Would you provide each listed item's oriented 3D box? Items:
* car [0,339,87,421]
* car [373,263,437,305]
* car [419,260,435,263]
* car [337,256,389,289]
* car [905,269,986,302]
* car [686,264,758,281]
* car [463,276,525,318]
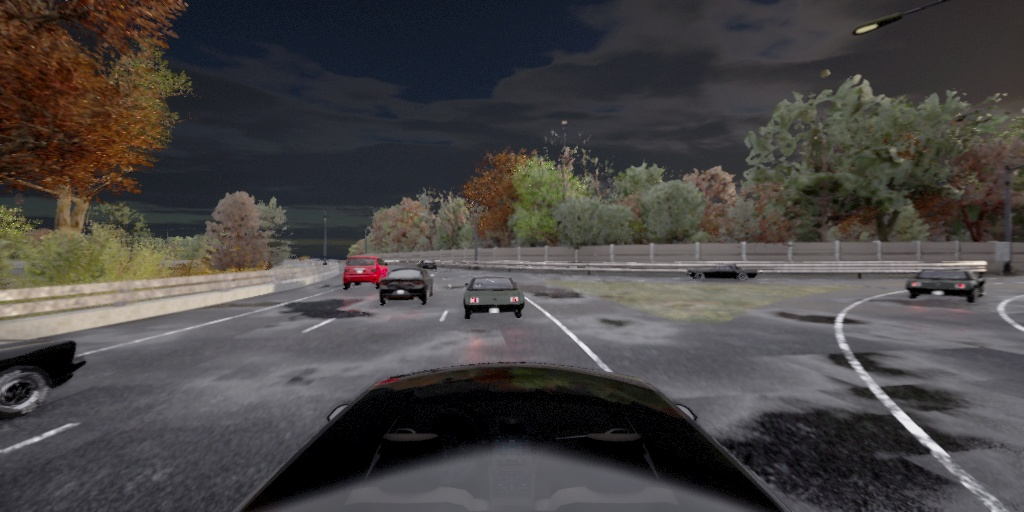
[{"bbox_3d":[-7.015,1.387,2.938,1.895,1.301,4.718,0,0,-1],"label":"car"},{"bbox_3d":[-4.676,1.252,16.427,1.882,1.535,5.008,0,0,-8],"label":"car"},{"bbox_3d":[-12.457,1.293,52.456,1.882,1.535,5.008,0,0,-26],"label":"car"},{"bbox_3d":[-9.524,1.021,23.696,2.150,2.045,5.566,0,0,-12],"label":"car"},{"bbox_3d":[19.679,1.249,16.204,4.718,1.301,1.895,0,0,-33],"label":"car"},{"bbox_3d":[16.270,1.267,28.130,4.718,1.301,1.895,0,0,18],"label":"car"},{"bbox_3d":[-0.763,1.355,13.007,1.895,1.301,4.718,0,0,-6],"label":"car"}]
